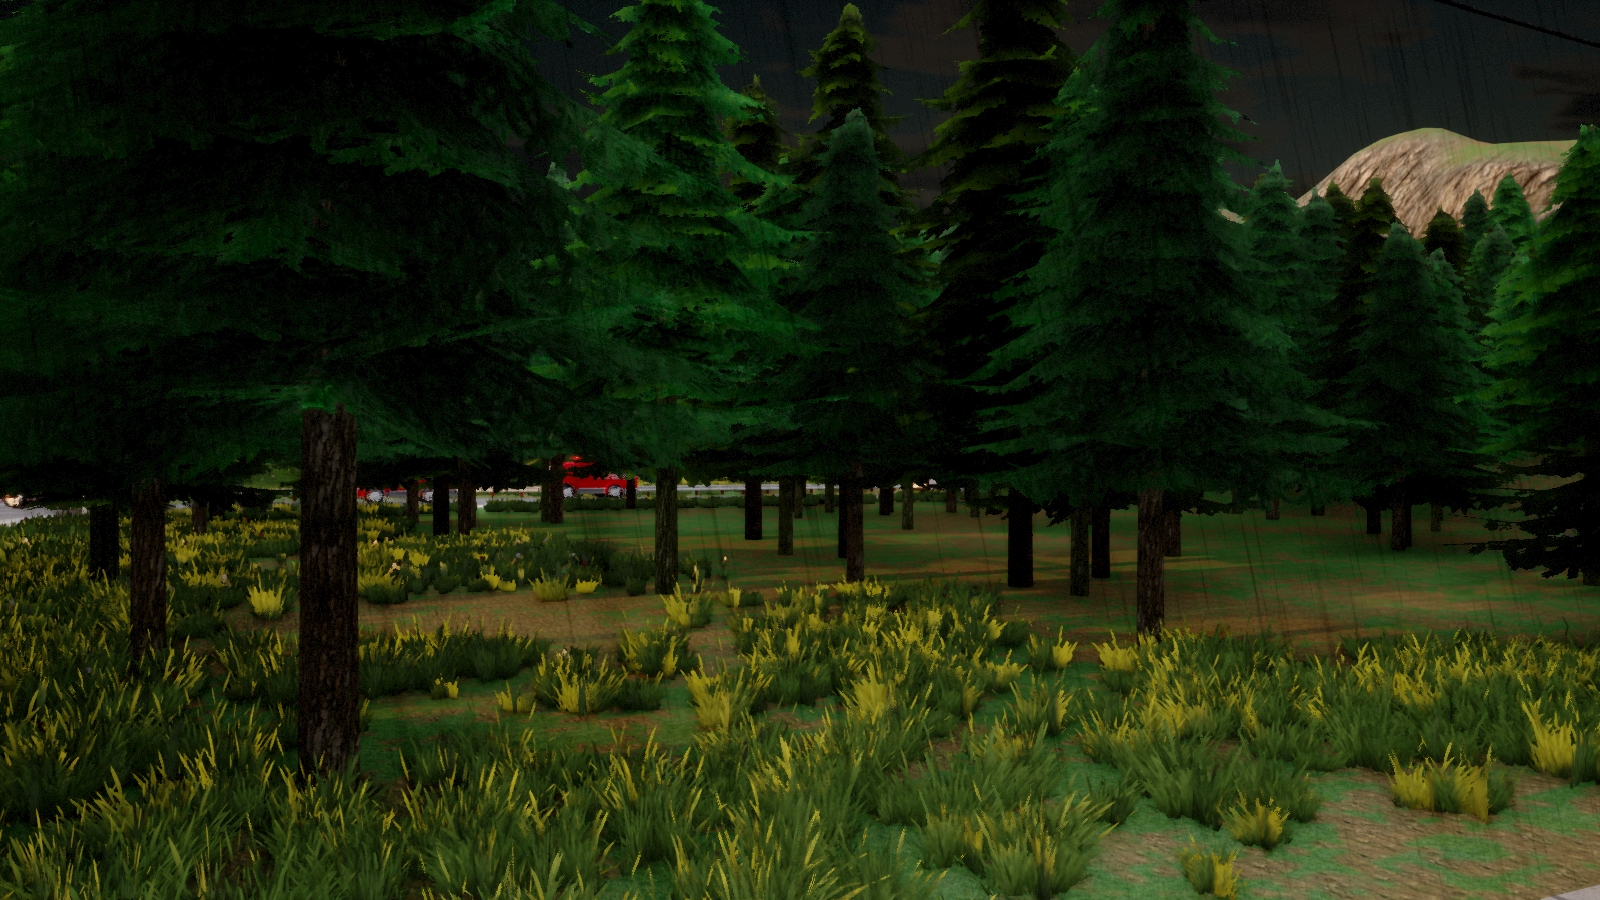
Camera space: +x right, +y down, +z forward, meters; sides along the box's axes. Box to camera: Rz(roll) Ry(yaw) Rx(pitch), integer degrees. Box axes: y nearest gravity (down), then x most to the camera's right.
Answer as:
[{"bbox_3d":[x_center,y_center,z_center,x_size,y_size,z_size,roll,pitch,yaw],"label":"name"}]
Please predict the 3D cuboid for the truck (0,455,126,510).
[{"bbox_3d":[-36.207,1.544,55.703,5.204,2.467,2.627,-1,1,-14],"label":"truck"}]

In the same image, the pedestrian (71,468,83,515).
[{"bbox_3d":[-29.285,1.675,46.280,0.375,1.860,0.375,0,0,-23],"label":"pedestrian"}]

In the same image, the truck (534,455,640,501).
[{"bbox_3d":[-11.912,1.557,63.906,5.204,2.467,2.627,1,-1,-27],"label":"truck"}]
